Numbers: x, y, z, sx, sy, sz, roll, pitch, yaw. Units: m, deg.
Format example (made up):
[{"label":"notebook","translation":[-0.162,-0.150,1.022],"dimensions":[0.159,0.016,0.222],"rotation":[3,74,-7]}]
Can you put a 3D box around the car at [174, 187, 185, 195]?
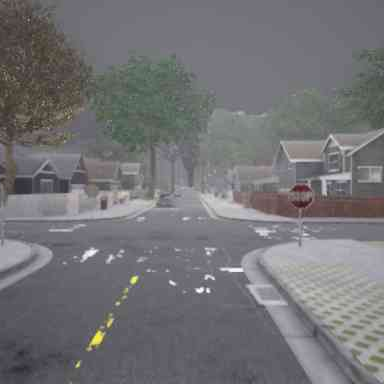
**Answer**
[{"label":"car","translation":[-2.855,0.047,64.145],"dimensions":[2.097,1.767,4.553],"rotation":[0,1,0]}]

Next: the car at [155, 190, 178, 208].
[{"label":"car","translation":[-2.809,0.916,36.045],"dimensions":[1.837,1.490,4.892],"rotation":[0,3,0]}]
